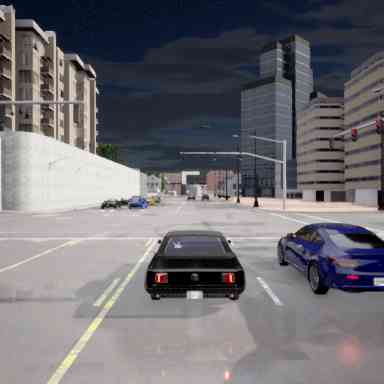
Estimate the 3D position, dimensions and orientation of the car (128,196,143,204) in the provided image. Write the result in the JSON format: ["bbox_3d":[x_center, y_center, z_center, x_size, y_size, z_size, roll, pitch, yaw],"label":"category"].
[{"bbox_3d":[-10.656,1.446,62.983,1.837,1.490,4.892,0,0,0],"label":"car"}]

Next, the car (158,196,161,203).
[{"bbox_3d":[-7.148,1.424,64.258,2.128,1.511,4.902,0,0,1],"label":"car"}]

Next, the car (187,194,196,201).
[{"bbox_3d":[-0.136,1.245,84.621,2.097,1.767,4.553,0,0,0],"label":"car"}]

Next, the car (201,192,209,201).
[{"bbox_3d":[3.364,1.382,84.555,1.837,1.490,4.892,0,0,0],"label":"car"}]

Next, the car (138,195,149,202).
[{"bbox_3d":[-10.618,1.450,73.140,1.812,1.442,4.674,0,0,0],"label":"car"}]

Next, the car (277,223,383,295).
[{"bbox_3d":[3.563,1.508,8.524,1.812,1.442,4.674,0,0,0],"label":"car"}]

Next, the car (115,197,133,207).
[{"bbox_3d":[-10.677,1.556,52.831,1.895,1.301,4.718,0,0,0],"label":"car"}]

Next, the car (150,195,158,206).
[{"bbox_3d":[-7.172,1.424,53.822,1.882,1.535,5.008,0,0,0],"label":"car"}]

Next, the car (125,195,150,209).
[{"bbox_3d":[-7.164,1.436,44.363,1.882,1.535,5.008,0,0,0],"label":"car"}]

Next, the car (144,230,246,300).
[{"bbox_3d":[0.062,1.591,8.300,1.895,1.301,4.718,0,0,0],"label":"car"}]

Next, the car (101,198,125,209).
[{"bbox_3d":[-10.664,1.530,44.072,1.994,1.385,4.181,0,0,0],"label":"car"}]
